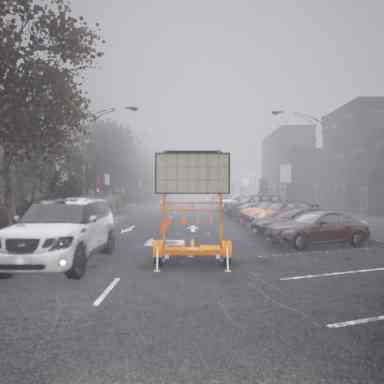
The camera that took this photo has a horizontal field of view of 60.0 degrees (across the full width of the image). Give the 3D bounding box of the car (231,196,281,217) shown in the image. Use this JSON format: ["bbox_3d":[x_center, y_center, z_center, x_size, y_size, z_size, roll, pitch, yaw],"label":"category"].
[{"bbox_3d":[5.407,1.369,23.056,4.553,1.767,2.185,1,0,-20],"label":"car"}]

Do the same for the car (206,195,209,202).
[{"bbox_3d":[5.545,1.583,56.082,5.008,1.535,2.097,1,-1,-20],"label":"car"}]

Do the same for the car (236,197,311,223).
[{"bbox_3d":[5.392,1.366,20.055,4.553,1.767,2.185,1,0,-20],"label":"car"}]

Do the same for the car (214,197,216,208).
[{"bbox_3d":[5.251,1.503,31.989,5.366,1.575,1.946,1,0,-20],"label":"car"}]

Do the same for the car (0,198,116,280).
[{"bbox_3d":[-3.930,1.222,10.340,2.150,2.045,5.566,0,0,0],"label":"car"}]

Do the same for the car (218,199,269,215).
[{"bbox_3d":[5.414,1.545,35.046,4.792,1.488,2.163,1,0,-20],"label":"car"}]

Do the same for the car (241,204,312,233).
[{"bbox_3d":[5.318,1.518,17.035,4.792,1.488,2.163,1,0,-20],"label":"car"}]

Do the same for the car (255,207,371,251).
[{"bbox_3d":[5.336,1.528,14.043,4.674,1.452,2.002,1,0,-20],"label":"car"}]

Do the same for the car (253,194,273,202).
[{"bbox_3d":[18.624,1.463,87.074,2.435,2.045,5.566,0,0,-21],"label":"car"}]

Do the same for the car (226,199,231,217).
[{"bbox_3d":[5.387,1.538,26.052,4.674,1.452,2.002,1,0,-20],"label":"car"}]

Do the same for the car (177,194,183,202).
[{"bbox_3d":[-3.589,1.428,83.168,2.150,2.045,5.566,0,0,4],"label":"car"}]

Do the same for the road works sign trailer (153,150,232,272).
[{"bbox_3d":[0.018,0.465,10.777,2.380,3.560,2.880,0,0,0],"label":"road works sign trailer"}]

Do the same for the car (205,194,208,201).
[{"bbox_3d":[5.404,1.613,65.027,5.366,1.575,1.946,1,0,-20],"label":"car"}]

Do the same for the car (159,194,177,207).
[{"bbox_3d":[-3.957,1.437,52.641,2.097,1.767,4.553,0,0,0],"label":"car"}]

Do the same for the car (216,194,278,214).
[{"bbox_3d":[5.397,1.252,29.031,5.566,2.045,2.435,1,0,-20],"label":"car"}]

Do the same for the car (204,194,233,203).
[{"bbox_3d":[5.611,1.391,71.120,5.566,2.045,2.435,1,0,-20],"label":"car"}]

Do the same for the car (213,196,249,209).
[{"bbox_3d":[5.480,1.424,47.063,4.553,1.767,2.185,1,0,-20],"label":"car"}]

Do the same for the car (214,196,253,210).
[{"bbox_3d":[5.463,1.414,44.061,4.553,1.767,2.185,1,0,-20],"label":"car"}]

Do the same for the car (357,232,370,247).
[{"bbox_3d":[5.317,1.487,5.043,4.892,1.521,2.231,1,0,-20],"label":"car"}]

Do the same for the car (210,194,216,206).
[{"bbox_3d":[5.437,1.271,38.048,5.566,2.045,2.435,1,0,-20],"label":"car"}]
